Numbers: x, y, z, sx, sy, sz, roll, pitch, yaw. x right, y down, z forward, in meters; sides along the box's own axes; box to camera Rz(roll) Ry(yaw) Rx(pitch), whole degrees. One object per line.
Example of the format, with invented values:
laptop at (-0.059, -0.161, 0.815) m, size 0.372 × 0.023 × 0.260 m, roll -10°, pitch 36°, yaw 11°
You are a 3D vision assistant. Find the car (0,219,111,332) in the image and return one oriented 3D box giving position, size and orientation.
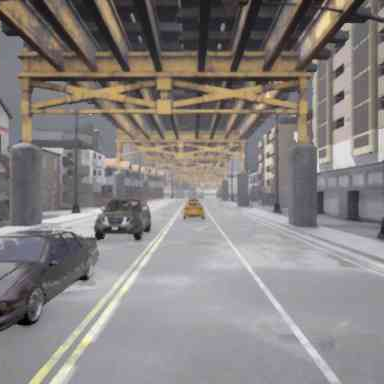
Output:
car at (-3.580, 1.597, 7.427) m, size 2.033 × 1.411 × 5.357 m, roll 0°, pitch 0°, yaw 0°

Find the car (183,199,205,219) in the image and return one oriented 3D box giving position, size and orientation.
car at (0.174, 1.604, 30.708) m, size 1.882 × 1.535 × 5.008 m, roll 0°, pitch 0°, yaw 0°

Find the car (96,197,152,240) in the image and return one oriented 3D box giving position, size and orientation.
car at (-3.531, 1.328, 18.073) m, size 2.150 × 2.045 × 5.566 m, roll 0°, pitch 0°, yaw 1°

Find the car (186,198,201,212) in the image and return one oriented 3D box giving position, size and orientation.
car at (0.191, 1.599, 42.014) m, size 1.837 × 1.490 × 4.892 m, roll 0°, pitch 1°, yaw 1°
